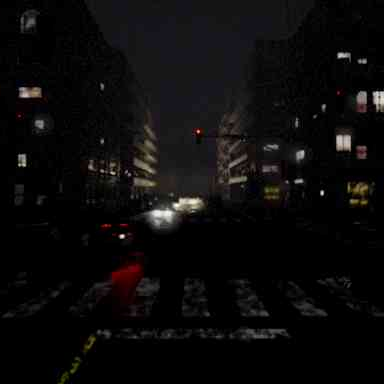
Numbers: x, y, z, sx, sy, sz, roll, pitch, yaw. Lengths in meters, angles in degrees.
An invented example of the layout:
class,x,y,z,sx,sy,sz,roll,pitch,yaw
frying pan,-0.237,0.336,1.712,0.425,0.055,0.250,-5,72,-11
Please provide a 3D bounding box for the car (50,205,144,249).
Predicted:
class,x,y,z,sx,sy,sz,roll,pitch,yaw
car,-4.409,1.449,14.382,4.892,1.490,1.837,-1,-1,44

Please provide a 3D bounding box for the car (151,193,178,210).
class,x,y,z,sx,sy,sz,roll,pitch,yaw
car,-3.101,1.205,37.596,2.128,1.511,4.902,0,0,0

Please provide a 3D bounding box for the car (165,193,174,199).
class,x,y,z,sx,sy,sz,roll,pitch,yaw
car,-5.702,0.927,84.886,2.008,1.369,4.403,0,0,0

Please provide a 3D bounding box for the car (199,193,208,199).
class,x,y,z,sx,sy,sz,roll,pitch,yaw
car,2.679,0.966,79.207,2.008,1.369,4.403,0,0,0

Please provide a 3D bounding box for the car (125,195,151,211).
class,x,y,z,sx,sy,sz,roll,pitch,yaw
car,-5.695,1.308,33.746,1.947,1.339,4.313,0,0,0

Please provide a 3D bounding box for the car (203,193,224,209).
class,x,y,z,sx,sy,sz,roll,pitch,yaw
car,2.684,1.140,39.430,1.967,1.590,4.097,0,0,0

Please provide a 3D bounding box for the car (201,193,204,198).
class,x,y,z,sx,sy,sz,roll,pitch,yaw
car,2.683,1.098,45.113,1.967,1.590,4.097,0,0,0

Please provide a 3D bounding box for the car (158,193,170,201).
class,x,y,z,sx,sy,sz,roll,pitch,yaw
car,-5.699,0.935,67.840,1.967,1.590,4.097,0,0,0

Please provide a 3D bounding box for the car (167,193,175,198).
class,x,y,z,sx,sy,sz,roll,pitch,yaw
car,-5.703,0.888,90.569,2.008,1.369,4.403,0,0,0

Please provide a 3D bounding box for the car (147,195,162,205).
class,x,y,z,sx,sy,sz,roll,pitch,yaw
car,-5.698,1.143,50.623,1.752,1.417,4.829,0,0,0

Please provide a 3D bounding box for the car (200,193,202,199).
class,x,y,z,sx,sy,sz,roll,pitch,yaw
car,2.682,1.158,56.479,1.802,1.307,4.206,0,0,0

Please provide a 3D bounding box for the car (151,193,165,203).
class,x,y,z,sx,sy,sz,roll,pitch,yaw
car,-5.698,1.016,56.475,1.967,1.590,4.097,0,0,0

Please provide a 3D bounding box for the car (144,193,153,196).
class,x,y,z,sx,sy,sz,roll,pitch,yaw
car,-5.696,1.227,39.258,1.752,1.417,4.829,0,0,0
